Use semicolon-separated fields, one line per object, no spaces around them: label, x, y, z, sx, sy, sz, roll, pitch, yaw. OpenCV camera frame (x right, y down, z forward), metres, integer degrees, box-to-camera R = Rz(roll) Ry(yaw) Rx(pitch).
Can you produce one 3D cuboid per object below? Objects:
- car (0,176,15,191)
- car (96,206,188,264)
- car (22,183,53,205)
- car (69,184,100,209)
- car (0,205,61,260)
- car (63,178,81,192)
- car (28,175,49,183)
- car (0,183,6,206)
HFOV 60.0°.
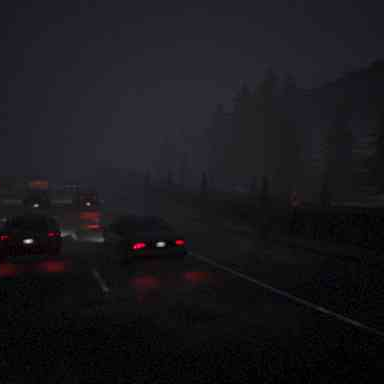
car;-20.414;-0.996;36.016;1.882;1.535;5.008;-1;7;-23
car;-1.897;1.478;11.767;2.033;1.411;5.357;-1;2;-24
car;-11.925;0.452;25.651;1.837;1.490;4.892;-1;6;-24
car;-8.611;0.439;26.801;1.837;1.490;4.892;-1;5;-23
car;-6.005;1.464;12.426;1.994;1.385;4.181;-1;2;-24
car;-13.575;-0.871;37.834;2.033;1.411;5.357;-1;7;-24
car;-17.061;-1.116;37.080;2.097;1.767;4.553;-1;7;-24
car;-15.073;0.471;24.110;1.882;1.535;5.008;-1;5;-24
